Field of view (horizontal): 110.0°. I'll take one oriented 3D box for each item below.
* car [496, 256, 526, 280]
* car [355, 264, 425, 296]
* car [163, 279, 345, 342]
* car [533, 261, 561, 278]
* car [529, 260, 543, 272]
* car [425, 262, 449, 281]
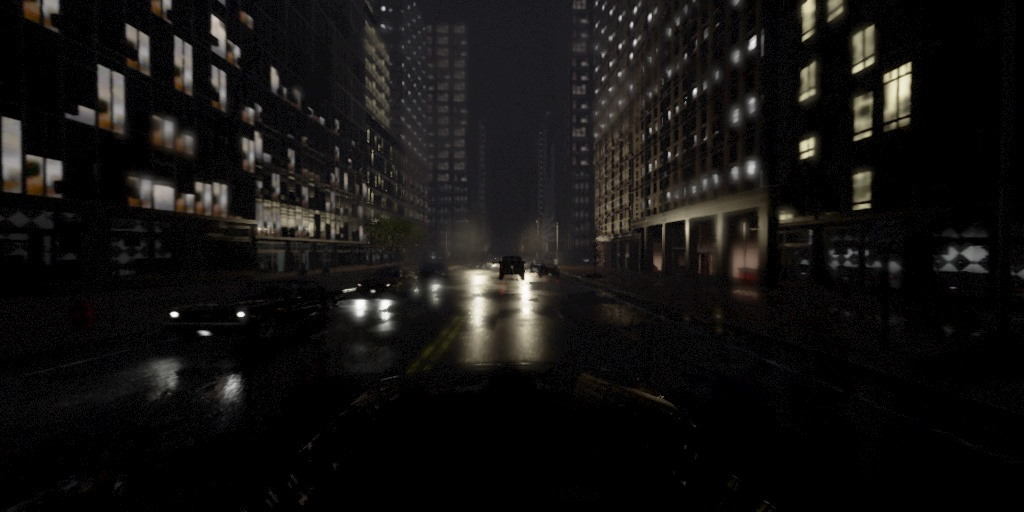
[{"bbox_3d":[0.003,0.978,31.180,2.150,2.045,5.566,0,0,0],"label":"car"},{"bbox_3d":[-6.593,1.299,19.688,2.033,1.411,5.357,0,0,0],"label":"car"},{"bbox_3d":[-6.601,1.350,9.917,1.895,1.301,4.718,0,0,0],"label":"car"},{"bbox_3d":[3.353,1.358,33.610,1.895,1.301,4.718,0,0,0],"label":"car"},{"bbox_3d":[3.276,1.249,45.305,2.128,1.511,4.902,0,0,0],"label":"car"},{"bbox_3d":[-6.557,1.232,30.029,1.882,1.535,5.008,0,0,1],"label":"car"}]
